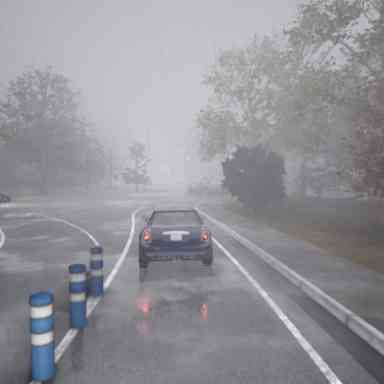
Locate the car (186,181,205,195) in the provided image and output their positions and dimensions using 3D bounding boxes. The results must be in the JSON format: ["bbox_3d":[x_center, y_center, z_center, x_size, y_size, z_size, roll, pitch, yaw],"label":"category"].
[{"bbox_3d":[0.800,-0.615,44.014,2.097,1.767,4.553,1,4,16],"label":"car"}]

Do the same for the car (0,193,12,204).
[{"bbox_3d":[-18.618,0.452,30.035,4.181,1.385,1.994,0,4,8],"label":"car"}]

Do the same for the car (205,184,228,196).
[{"bbox_3d":[3.667,-0.288,41.812,2.033,1.411,5.357,1,4,20],"label":"car"}]

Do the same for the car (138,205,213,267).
[{"bbox_3d":[-0.623,1.187,11.122,2.097,1.767,4.553,0,2,-5],"label":"car"}]
